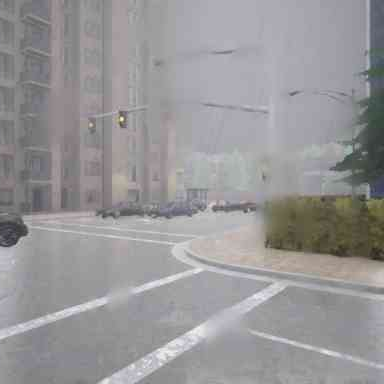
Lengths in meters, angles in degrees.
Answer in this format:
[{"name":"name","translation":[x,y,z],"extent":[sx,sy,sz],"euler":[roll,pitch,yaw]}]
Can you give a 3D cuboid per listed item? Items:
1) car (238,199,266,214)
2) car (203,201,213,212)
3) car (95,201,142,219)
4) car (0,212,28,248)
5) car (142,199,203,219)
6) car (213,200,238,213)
[{"name":"car","translation":[7.033,1.505,34.935],"extent":[1.837,1.490,4.892],"euler":[0,0,36]},{"name":"car","translation":[-0.223,1.491,37.181],"extent":[2.128,1.511,4.902],"euler":[0,0,36]},{"name":"car","translation":[-5.915,1.547,29.383],"extent":[2.033,1.411,5.357],"euler":[0,0,36]},{"name":"car","translation":[-9.257,1.221,12.557],"extent":[2.150,2.045,5.566],"euler":[0,0,36]},{"name":"car","translation":[-1.579,1.547,29.389],"extent":[2.033,1.411,5.357],"euler":[0,0,36]},{"name":"car","translation":[4.076,1.601,37.132],"extent":[1.895,1.301,4.718],"euler":[0,0,36]}]
